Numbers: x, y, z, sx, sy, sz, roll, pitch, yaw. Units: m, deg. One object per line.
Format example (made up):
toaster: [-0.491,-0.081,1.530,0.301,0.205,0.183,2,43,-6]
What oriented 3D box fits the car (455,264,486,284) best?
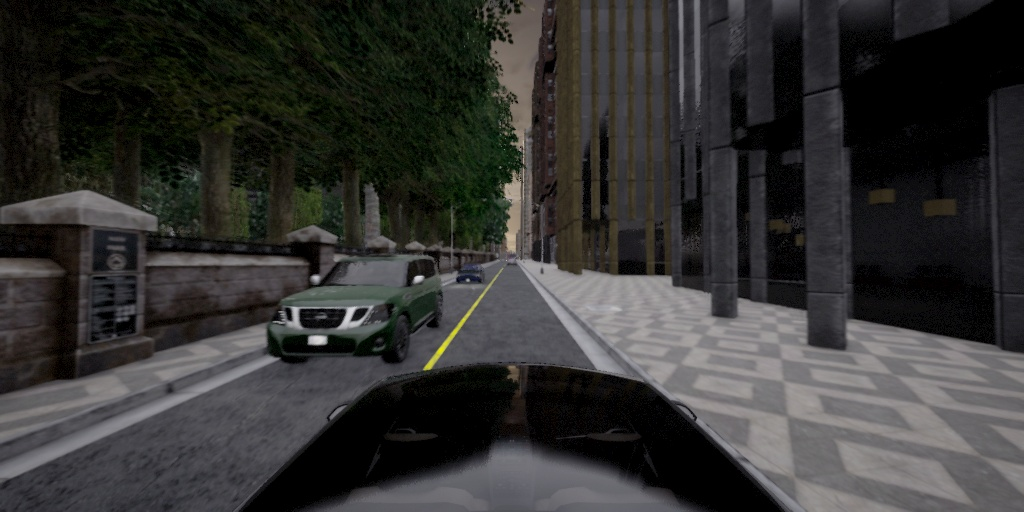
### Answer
car: [-3.032,1.293,27.504,2.033,1.411,5.357,0,0,0]

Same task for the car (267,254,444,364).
car: [-3.082,0.970,8.470,2.150,2.045,5.566,0,0,0]
